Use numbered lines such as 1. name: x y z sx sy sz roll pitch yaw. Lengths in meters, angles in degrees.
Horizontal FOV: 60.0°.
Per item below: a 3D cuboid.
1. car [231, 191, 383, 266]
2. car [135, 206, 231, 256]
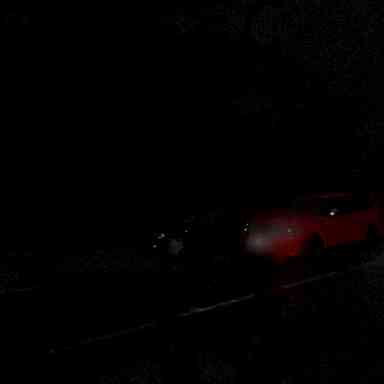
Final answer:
1. car: 4.223 1.026 11.145 5.566 2.045 2.150 -1 1 -34
2. car: 0.262 1.327 12.661 5.008 1.535 1.882 -1 1 -35
